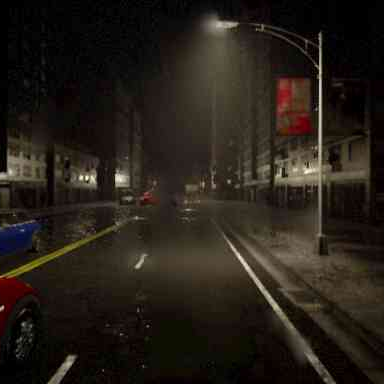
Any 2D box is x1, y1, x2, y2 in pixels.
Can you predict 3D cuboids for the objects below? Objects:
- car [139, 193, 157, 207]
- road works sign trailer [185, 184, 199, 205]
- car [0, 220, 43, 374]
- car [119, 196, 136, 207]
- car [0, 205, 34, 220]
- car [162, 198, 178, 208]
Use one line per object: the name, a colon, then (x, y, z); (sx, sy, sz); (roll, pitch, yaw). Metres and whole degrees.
car: (-6.558, 1.145, 50.641); (2.150, 2.045, 5.566); (0, 0, 0)
road works sign trailer: (0.012, 0.381, 55.724); (2.380, 3.560, 2.880); (0, 0, 0)
car: (-3.147, 1.347, 2.813); (2.097, 1.767, 4.553); (0, 0, 0)
car: (-9.808, 1.416, 50.707); (2.128, 1.511, 4.902); (0, 0, 0)
car: (-6.597, 1.335, 10.457); (2.097, 1.767, 4.553); (0, 0, 0)
car: (-3.139, 1.494, 47.142); (1.994, 1.385, 4.181); (0, 0, 0)
